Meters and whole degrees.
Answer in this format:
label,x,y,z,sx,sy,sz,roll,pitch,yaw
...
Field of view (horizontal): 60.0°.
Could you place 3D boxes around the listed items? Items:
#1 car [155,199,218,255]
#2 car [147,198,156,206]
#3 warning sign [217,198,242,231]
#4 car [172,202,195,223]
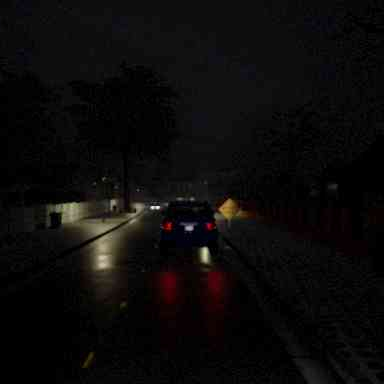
label,x,y,z,sx,sy,sz,roll,pitch,yaw
car,-0.158,1.351,14.093,2.150,2.045,5.566,0,0,-1
car,-7.814,2.271,70.501,2.128,1.511,4.902,0,-1,-8
warning sign,2.197,1.301,19.482,1.300,1.860,1.060,1,0,-2
car,-0.823,1.766,29.591,1.882,1.535,5.008,0,0,-3
